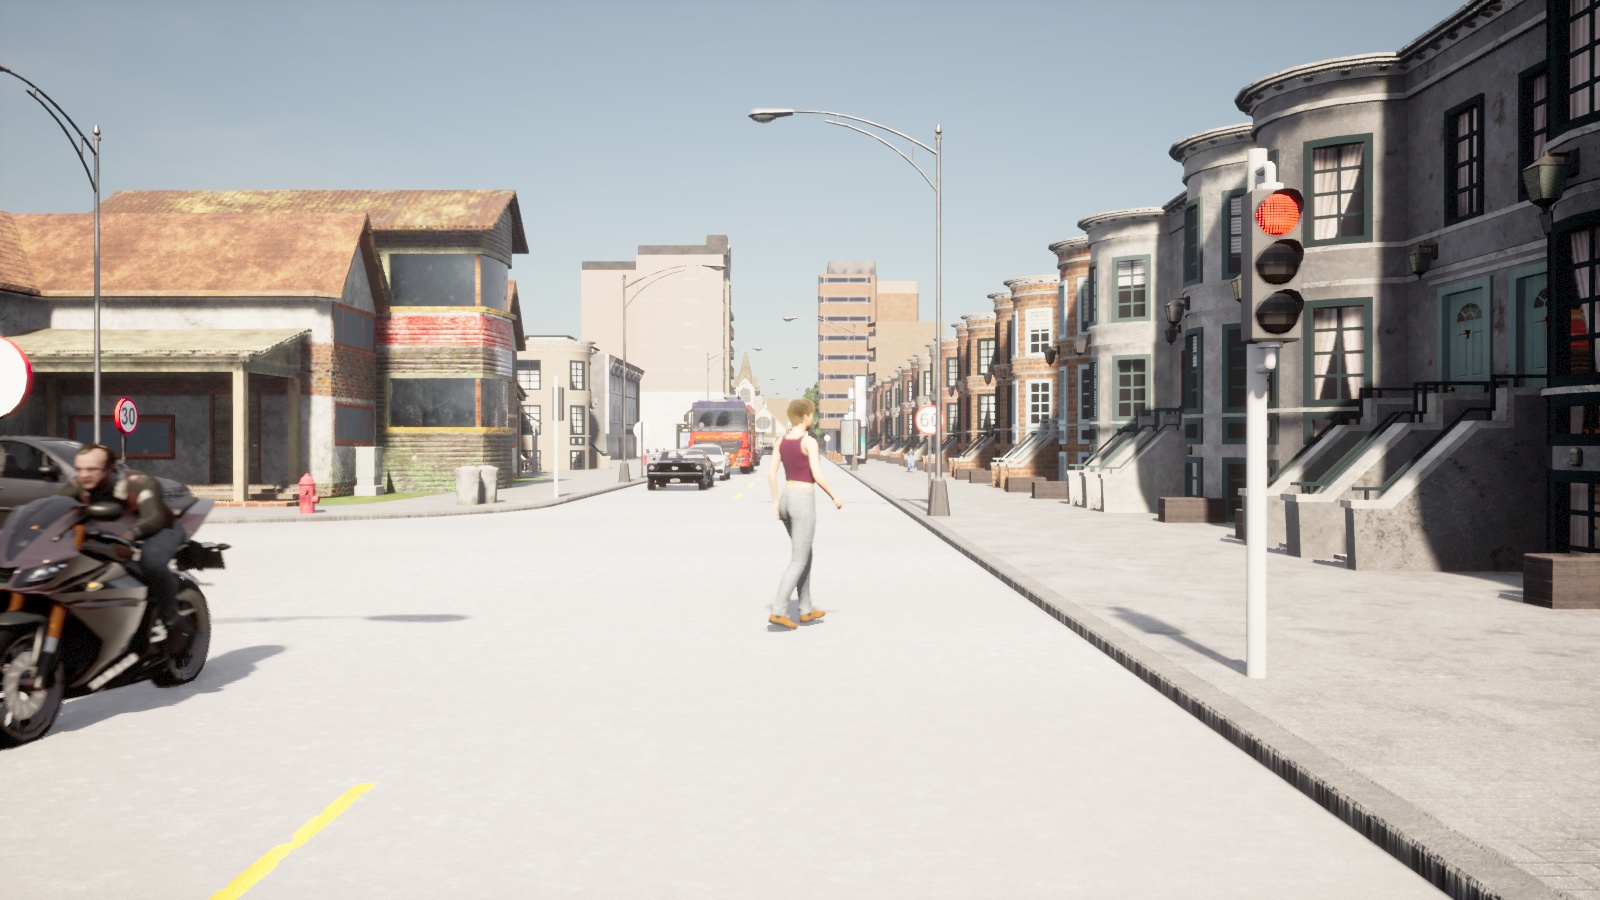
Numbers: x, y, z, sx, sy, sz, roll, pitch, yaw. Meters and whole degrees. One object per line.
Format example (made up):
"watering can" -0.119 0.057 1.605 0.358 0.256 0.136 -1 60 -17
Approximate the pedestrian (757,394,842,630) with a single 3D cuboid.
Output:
"pedestrian" -0.007 0.481 10.101 0.594 1.836 0.345 0 0 -36

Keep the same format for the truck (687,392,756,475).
"truck" -3.776 -0.773 62.368 2.891 3.827 8.468 0 0 0

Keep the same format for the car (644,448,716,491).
"car" -3.852 0.612 41.032 1.895 1.301 4.718 0 0 0

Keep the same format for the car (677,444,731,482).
"car" -3.820 0.482 50.824 1.812 1.442 4.674 0 0 0

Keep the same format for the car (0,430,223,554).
"car" -10.369 0.539 17.287 3.988 1.617 1.851 0 0 0

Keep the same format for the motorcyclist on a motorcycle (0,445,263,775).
"motorcyclist on a motorcycle" -3.887 0.739 6.940 0.866 1.530 2.191 0 0 1
